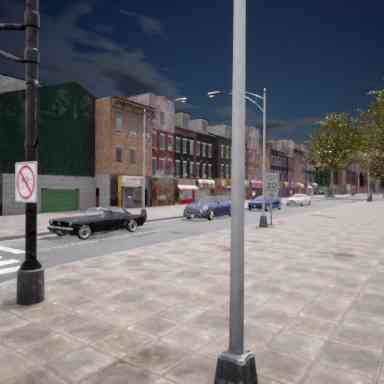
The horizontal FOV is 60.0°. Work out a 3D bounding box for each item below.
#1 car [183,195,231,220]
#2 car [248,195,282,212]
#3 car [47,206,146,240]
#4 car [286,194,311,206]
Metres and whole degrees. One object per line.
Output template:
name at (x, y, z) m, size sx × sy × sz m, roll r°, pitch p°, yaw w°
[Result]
car at (1.337, 1.024, 24.387) m, size 2.097 × 1.767 × 4.553 m, roll 1°, pitch 1°, yaw 36°
car at (7.180, 1.024, 32.571) m, size 1.882 × 1.535 × 5.008 m, roll 1°, pitch 1°, yaw 36°
car at (-4.487, 1.408, 16.229) m, size 1.895 × 1.301 × 4.718 m, roll 1°, pitch 1°, yaw 35°
car at (13.174, 0.953, 40.908) m, size 1.812 × 1.442 × 4.674 m, roll 1°, pitch 1°, yaw 37°
